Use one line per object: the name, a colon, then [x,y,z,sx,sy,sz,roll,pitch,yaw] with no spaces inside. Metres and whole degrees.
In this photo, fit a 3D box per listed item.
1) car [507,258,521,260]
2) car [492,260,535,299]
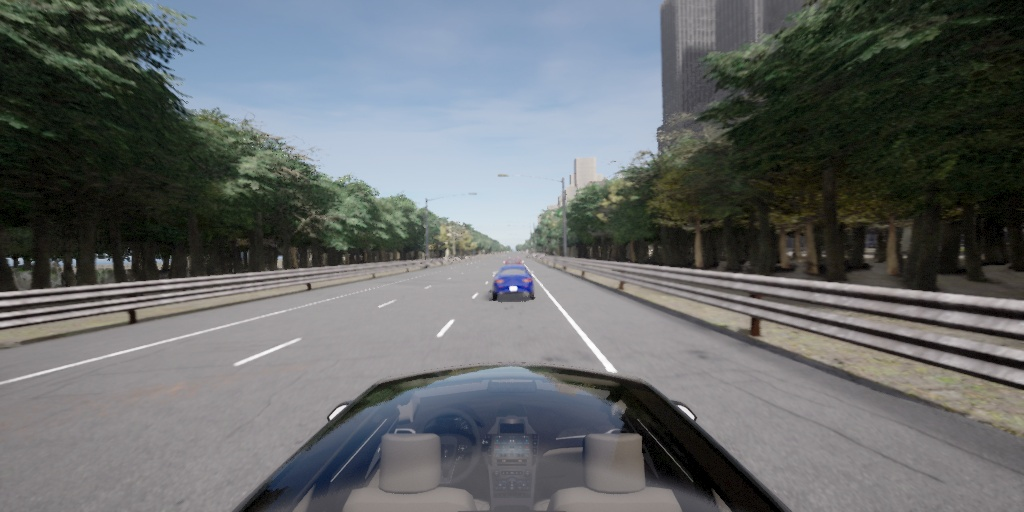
car: [0.181,0.891,35.028,1.882,1.535,5.008,-2,1,0]
car: [0.067,1.124,16.817,1.812,1.442,4.674,-2,1,0]
